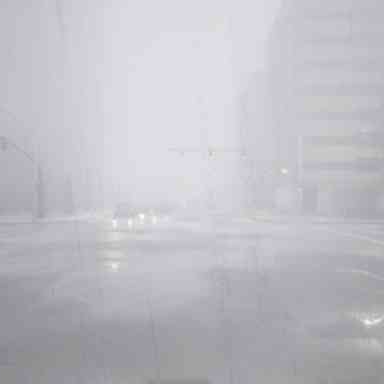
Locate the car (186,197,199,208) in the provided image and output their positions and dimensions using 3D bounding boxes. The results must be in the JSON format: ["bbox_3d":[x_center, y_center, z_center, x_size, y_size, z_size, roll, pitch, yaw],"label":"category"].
[{"bbox_3d":[0.104,2.094,65.799,2.150,2.045,5.566,0,-1,0],"label":"car"}]

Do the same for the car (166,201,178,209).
[{"bbox_3d":[-3.552,2.360,60.132,1.994,1.385,4.181,0,-1,1],"label":"car"}]

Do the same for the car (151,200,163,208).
[{"bbox_3d":[-6.996,2.412,66.998,1.812,1.442,4.674,0,-1,0],"label":"car"}]

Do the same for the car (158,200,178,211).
[{"bbox_3d":[-3.569,2.143,50.207,1.882,1.535,5.008,0,-1,0],"label":"car"}]

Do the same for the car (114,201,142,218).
[{"bbox_3d":[-7.087,1.833,36.293,2.097,1.767,4.553,0,-1,0],"label":"car"}]

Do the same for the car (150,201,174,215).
[{"bbox_3d":[-3.575,2.144,40.959,1.895,1.301,4.718,0,-1,0],"label":"car"}]

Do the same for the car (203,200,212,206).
[{"bbox_3d":[3.504,2.628,78.002,1.895,1.301,4.718,0,-1,0],"label":"car"}]

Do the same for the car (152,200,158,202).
[{"bbox_3d":[-7.075,2.212,55.488,1.882,1.535,5.008,0,-1,0],"label":"car"}]

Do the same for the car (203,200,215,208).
[{"bbox_3d":[3.604,2.487,66.916,1.895,1.301,4.718,0,-1,0],"label":"car"}]

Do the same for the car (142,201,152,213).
[{"bbox_3d":[-7.086,2.201,45.281,1.895,1.301,4.718,0,-1,0],"label":"car"}]
